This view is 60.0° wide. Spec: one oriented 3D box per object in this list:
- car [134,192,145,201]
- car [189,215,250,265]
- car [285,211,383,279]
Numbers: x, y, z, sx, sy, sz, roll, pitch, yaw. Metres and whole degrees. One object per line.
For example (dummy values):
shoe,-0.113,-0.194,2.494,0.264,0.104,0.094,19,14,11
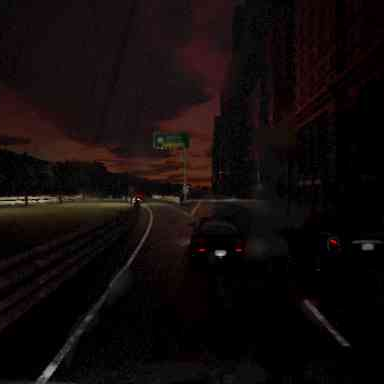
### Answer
car,-12.527,0.989,79.031,2.150,2.045,5.566,0,0,-13
car,0.891,1.525,11.545,1.812,1.442,4.674,0,0,2
car,4.329,1.348,10.124,2.097,1.767,4.553,0,0,2
